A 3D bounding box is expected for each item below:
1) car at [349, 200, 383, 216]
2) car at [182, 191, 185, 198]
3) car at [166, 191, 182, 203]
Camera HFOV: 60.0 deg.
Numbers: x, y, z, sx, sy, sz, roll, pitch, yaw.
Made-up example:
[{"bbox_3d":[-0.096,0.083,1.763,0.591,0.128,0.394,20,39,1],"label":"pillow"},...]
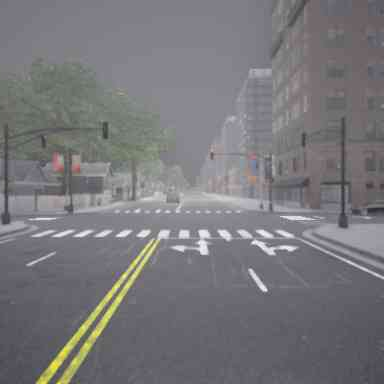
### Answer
[{"bbox_3d":[16.376,1.386,29.740,4.313,1.339,1.947,0,0,0],"label":"car"},{"bbox_3d":[-3.257,0.654,93.950,2.150,2.045,5.566,0,0,0],"label":"car"},{"bbox_3d":[-3.254,0.945,56.893,2.150,2.045,5.566,0,2,0],"label":"car"}]
